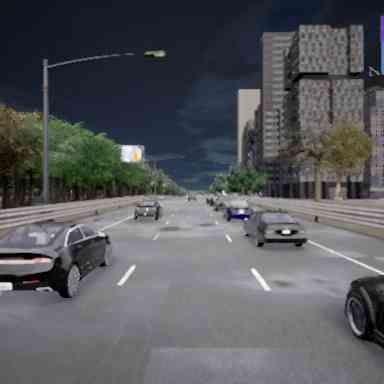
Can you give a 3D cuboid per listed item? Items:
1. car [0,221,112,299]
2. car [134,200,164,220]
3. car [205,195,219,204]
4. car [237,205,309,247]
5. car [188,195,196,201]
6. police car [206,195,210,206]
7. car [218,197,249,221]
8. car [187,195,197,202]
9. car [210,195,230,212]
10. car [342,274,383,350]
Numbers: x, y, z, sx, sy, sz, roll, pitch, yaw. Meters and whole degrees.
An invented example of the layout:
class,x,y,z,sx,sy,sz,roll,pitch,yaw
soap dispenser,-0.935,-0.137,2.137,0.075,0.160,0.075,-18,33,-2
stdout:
class,x,y,z,sx,sy,sz,roll,pitch,yaw
car,-3.400,1.486,8.431,2.128,1.511,4.902,0,0,0
car,-3.396,1.394,26.645,2.128,1.511,4.902,0,0,0
car,3.524,1.278,58.893,2.163,1.488,4.792,0,0,0
car,3.504,1.516,14.865,2.033,1.411,5.357,0,0,0
car,0.058,1.477,87.370,2.128,1.511,4.902,0,-1,0
police car,3.511,1.213,47.973,1.930,1.638,5.238,0,0,0
car,3.505,1.411,25.896,2.163,1.488,4.792,0,0,0
car,0.035,1.267,68.742,1.812,1.442,4.674,0,-1,0
car,3.508,1.198,36.835,2.097,1.767,4.553,0,0,0
car,3.501,1.564,3.869,1.994,1.385,4.181,0,0,0
